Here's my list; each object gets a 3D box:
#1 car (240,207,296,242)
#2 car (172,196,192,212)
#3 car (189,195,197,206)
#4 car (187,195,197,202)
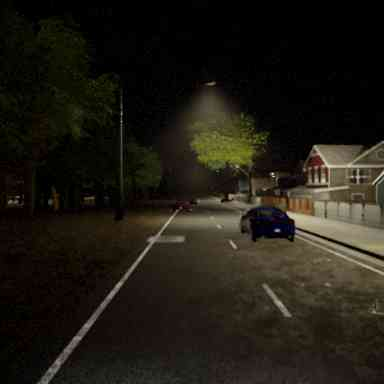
[{"bbox_3d":[3.597,1.469,16.480,1.882,1.535,5.008,0,0,0],"label":"car"},{"bbox_3d":[-1.230,1.533,38.479,1.812,1.442,4.674,0,0,0],"label":"car"},{"bbox_3d":[-0.008,1.598,56.780,2.033,1.411,5.357,0,0,0],"label":"car"},{"bbox_3d":[-0.010,1.436,76.306,2.033,1.411,5.357,0,0,0],"label":"car"}]
